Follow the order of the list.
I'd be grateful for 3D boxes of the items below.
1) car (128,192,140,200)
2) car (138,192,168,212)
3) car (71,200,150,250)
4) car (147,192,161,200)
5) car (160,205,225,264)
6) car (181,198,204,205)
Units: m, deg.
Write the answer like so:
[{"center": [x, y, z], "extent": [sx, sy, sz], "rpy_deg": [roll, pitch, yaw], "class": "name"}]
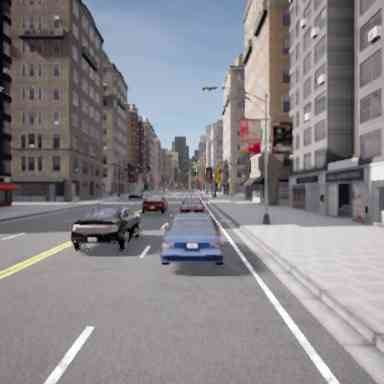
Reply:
[{"center": [-9.794, 0.712, 57.619], "extent": [1.895, 1.301, 4.718], "rpy_deg": [0, 1, 1], "class": "car"}, {"center": [-3.197, 1.039, 29.387], "extent": [1.882, 1.535, 5.008], "rpy_deg": [0, 1, 1], "class": "car"}, {"center": [-3.208, 1.300, 13.226], "extent": [2.128, 1.511, 4.902], "rpy_deg": [0, 1, 1], "class": "car"}, {"center": [-6.543, 0.712, 57.619], "extent": [1.895, 1.301, 4.718], "rpy_deg": [0, 1, 0], "class": "car"}, {"center": [0.024, 1.387, 11.059], "extent": [2.033, 1.411, 5.357], "rpy_deg": [0, 1, 0], "class": "car"}, {"center": [0.038, 1.191, 27.601], "extent": [1.895, 1.301, 4.718], "rpy_deg": [0, 1, 1], "class": "car"}]
